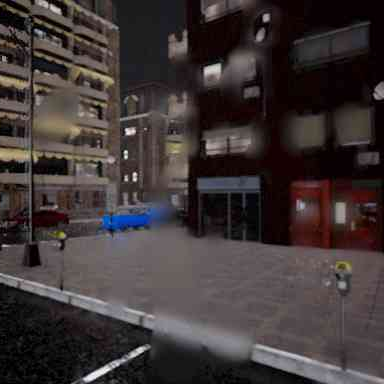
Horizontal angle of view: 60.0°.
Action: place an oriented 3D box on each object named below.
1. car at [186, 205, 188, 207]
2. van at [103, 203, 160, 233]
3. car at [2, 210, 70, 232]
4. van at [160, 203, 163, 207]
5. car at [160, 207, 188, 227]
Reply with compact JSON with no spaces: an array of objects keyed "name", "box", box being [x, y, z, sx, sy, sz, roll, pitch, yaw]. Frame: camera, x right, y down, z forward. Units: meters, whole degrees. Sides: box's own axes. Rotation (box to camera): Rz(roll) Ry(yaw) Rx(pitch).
[{"name":"car","box":[0.156,2.218,40.072,2.097,1.767,4.553,-1,-1,35]},{"name":"van","box":[-4.381,1.853,23.486,1.690,1.788,3.998,-2,-2,35]},{"name":"car","box":[-11.180,2.014,24.117,1.812,1.442,4.674,-1,-1,35]},{"name":"van","box":[-4.944,2.127,37.407,1.690,1.788,3.998,-2,-2,35]},{"name":"car","box":[-1.310,2.186,28.095,1.947,1.339,4.313,-2,-2,35]}]
